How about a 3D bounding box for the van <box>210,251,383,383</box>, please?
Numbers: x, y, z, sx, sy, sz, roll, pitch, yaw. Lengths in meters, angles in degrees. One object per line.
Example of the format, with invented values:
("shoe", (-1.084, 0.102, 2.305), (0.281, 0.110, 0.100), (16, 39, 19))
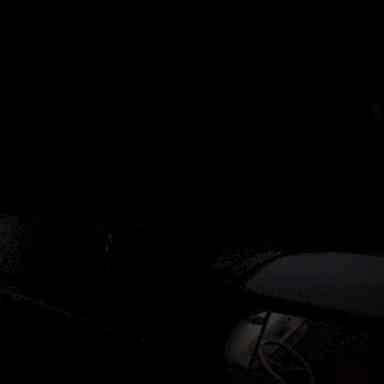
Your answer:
("van", (1.915, 1.344, 1.599), (3.998, 1.788, 1.690), (0, 0, 35))
